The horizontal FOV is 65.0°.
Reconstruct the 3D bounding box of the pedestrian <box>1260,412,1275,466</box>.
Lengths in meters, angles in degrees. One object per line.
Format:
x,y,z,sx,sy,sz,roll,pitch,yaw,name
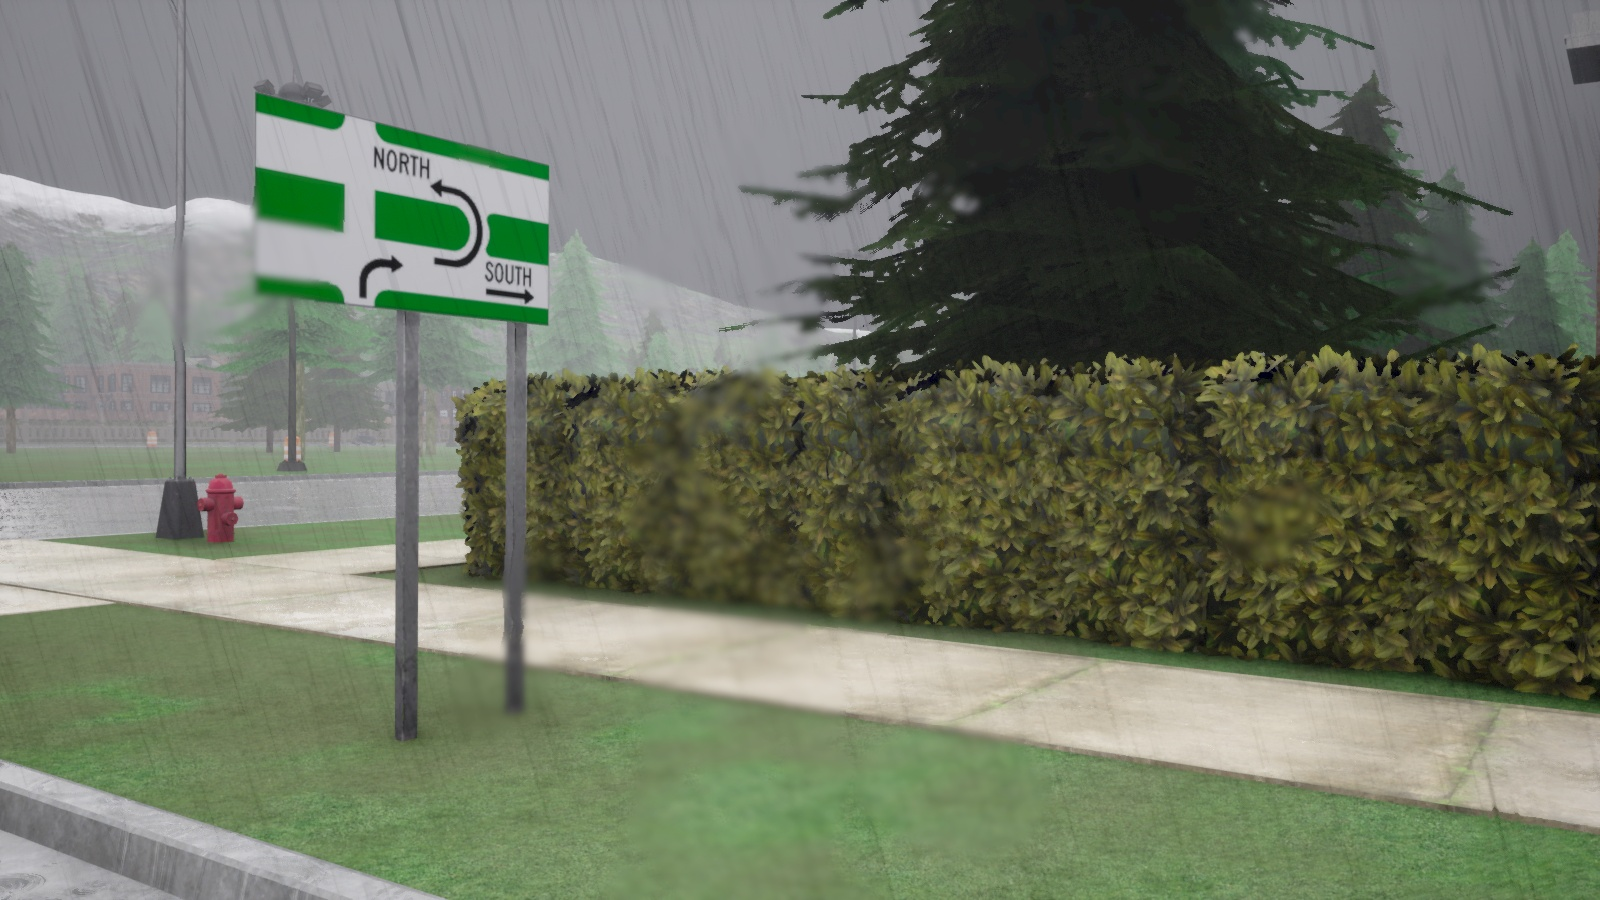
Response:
16.140,-0.378,43.361,0.345,1.836,0.594,0,1,34,pedestrian
